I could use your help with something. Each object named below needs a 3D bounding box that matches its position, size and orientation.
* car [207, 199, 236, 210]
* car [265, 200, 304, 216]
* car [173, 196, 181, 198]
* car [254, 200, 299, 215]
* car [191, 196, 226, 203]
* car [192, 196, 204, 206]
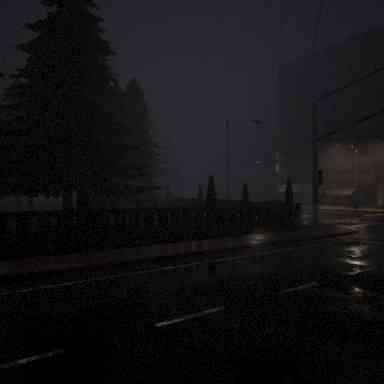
[{"bbox_3d":[3.669,1.545,42.247,1.895,1.301,4.718,0,0,-20],"label":"car"},{"bbox_3d":[7.286,1.422,28.808,1.882,1.535,5.008,0,0,-33],"label":"car"},{"bbox_3d":[-2.533,1.470,54.998,1.812,1.442,4.674,0,0,-2],"label":"car"},{"bbox_3d":[8.454,1.509,33.455,1.994,1.385,4.181,0,0,-32],"label":"car"},{"bbox_3d":[1.704,1.470,38.302,1.812,1.442,4.674,0,0,-26],"label":"car"},{"bbox_3d":[0.904,1.422,55.841,1.882,1.535,5.008,0,0,-1],"label":"car"}]
